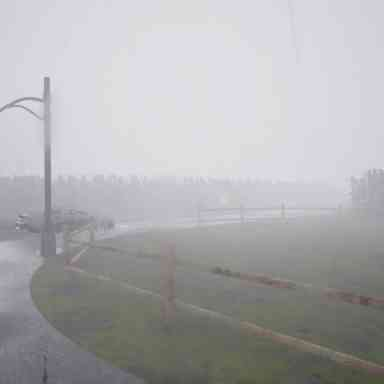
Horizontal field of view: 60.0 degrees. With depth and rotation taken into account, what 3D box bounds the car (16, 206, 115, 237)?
[{"bbox_3d":[-6.473,1.494,17.432,4.902,1.511,2.128,0,-1,-42],"label":"car"}]
